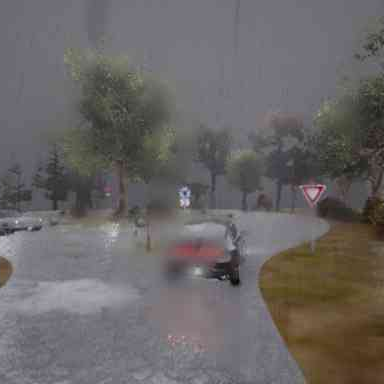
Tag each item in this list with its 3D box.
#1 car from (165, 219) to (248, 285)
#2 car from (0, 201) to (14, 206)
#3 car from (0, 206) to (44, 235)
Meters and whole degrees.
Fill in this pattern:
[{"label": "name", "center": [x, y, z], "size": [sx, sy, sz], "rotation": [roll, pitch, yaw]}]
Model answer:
[{"label": "car", "center": [0.561, 1.552, 9.776], "size": [1.837, 1.490, 4.892], "rotation": [0, 0, 11]}, {"label": "car", "center": [-19.703, 1.666, 33.023], "size": [1.837, 1.490, 4.892], "rotation": [-1, -1, 8]}, {"label": "car", "center": [-10.885, 1.694, 19.289], "size": [4.718, 1.301, 1.895], "rotation": [0, 0, 27]}]
